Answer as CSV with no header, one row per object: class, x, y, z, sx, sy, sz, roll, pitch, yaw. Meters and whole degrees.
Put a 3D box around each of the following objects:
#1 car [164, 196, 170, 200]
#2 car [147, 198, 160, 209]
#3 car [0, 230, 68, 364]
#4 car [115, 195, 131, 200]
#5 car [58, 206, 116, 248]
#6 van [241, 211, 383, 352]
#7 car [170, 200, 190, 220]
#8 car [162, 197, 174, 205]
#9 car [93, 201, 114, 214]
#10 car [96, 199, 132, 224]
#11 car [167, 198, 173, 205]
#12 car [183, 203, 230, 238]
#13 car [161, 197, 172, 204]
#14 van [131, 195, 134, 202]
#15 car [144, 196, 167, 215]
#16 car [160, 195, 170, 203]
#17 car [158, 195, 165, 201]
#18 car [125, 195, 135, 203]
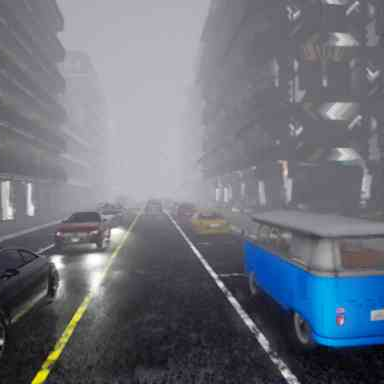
car,-3.914,1.640,56.571,2.008,1.369,4.403,-1,0,-7
car,-5.665,1.643,48.845,1.812,1.442,4.674,-1,0,-6
car,-3.634,1.629,5.360,1.994,1.385,4.181,-1,0,-7
car,-12.912,1.585,61.221,2.192,1.841,5.009,-1,0,-7
car,-4.814,1.608,15.246,1.812,1.442,4.674,-1,0,-7
van,2.121,1.294,5.973,1.690,1.788,3.998,-1,0,-7
car,-0.560,1.546,28.459,1.887,1.381,4.507,-1,0,-7
car,-4.585,1.658,62.193,2.008,1.369,4.403,-1,0,-7
car,-10.223,1.781,38.730,1.802,1.307,4.206,-1,0,-7
car,-6.008,1.598,25.320,2.128,1.511,4.902,-1,0,-7
car,-1.231,1.563,34.080,1.887,1.381,4.507,-1,0,-7
car,0.762,1.498,17.385,1.752,1.417,4.829,-1,0,-7
car,-5.257,1.669,67.816,1.887,1.381,4.507,-1,0,-7
van,-14.925,1.669,78.088,1.690,1.788,3.998,-1,0,-7
car,-4.090,1.568,35.781,2.128,1.511,4.902,-1,0,-6
car,-5.929,1.584,73.436,1.967,1.590,4.097,-1,0,-7
car,-8.461,1.712,91.876,1.882,1.535,5.008,-1,0,-7
car,-15.597,1.670,83.708,2.192,1.841,5.009,-1,0,-7
